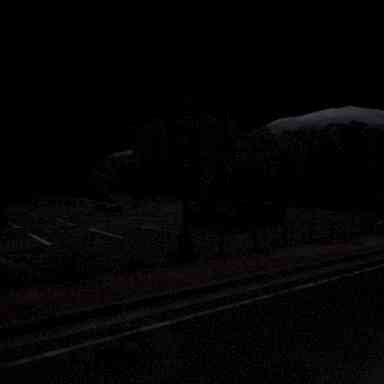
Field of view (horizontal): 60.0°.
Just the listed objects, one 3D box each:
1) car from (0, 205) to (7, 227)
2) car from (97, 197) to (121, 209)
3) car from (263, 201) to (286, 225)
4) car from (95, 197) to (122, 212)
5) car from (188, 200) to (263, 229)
[{"bbox_3d":[-12.387,1.322,20.266,1.845,1.501,3.633,0,0,-36],"label":"car"},{"bbox_3d":[-11.026,1.385,43.959,1.845,1.501,3.633,0,0,-36],"label":"car"},{"bbox_3d":[4.221,1.349,22.857,2.007,1.523,4.514,0,0,-36],"label":"car"},{"bbox_3d":[-9.099,1.394,36.198,1.970,1.475,3.806,0,0,-36],"label":"car"},{"bbox_3d":[1.709,1.338,20.978,2.152,1.636,5.027,0,0,-36],"label":"car"}]
